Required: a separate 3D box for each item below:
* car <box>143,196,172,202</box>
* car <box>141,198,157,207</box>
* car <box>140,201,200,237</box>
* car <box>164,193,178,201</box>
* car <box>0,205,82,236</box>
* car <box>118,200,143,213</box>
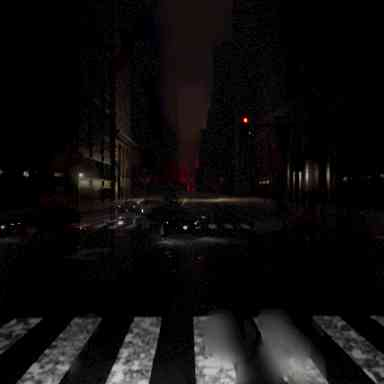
[{"bbox_3d":[-3.367,1.453,33.518,1.882,1.535,5.008,0,0,0],"label":"car"},{"bbox_3d":[-6.619,1.554,51.527,1.895,1.301,4.718,0,0,0],"label":"car"},{"bbox_3d":[-1.209,1.477,18.095,1.837,1.490,4.892,-1,0,-22],"label":"car"},{"bbox_3d":[-3.371,1.176,50.779,2.150,2.045,5.566,0,0,0],"label":"car"},{"bbox_3d":[-8.407,1.505,18.762,1.837,1.490,4.892,0,0,25],"label":"car"},{"bbox_3d":[-6.625,1.574,35.888,1.895,1.301,4.718,0,0,0],"label":"car"}]
